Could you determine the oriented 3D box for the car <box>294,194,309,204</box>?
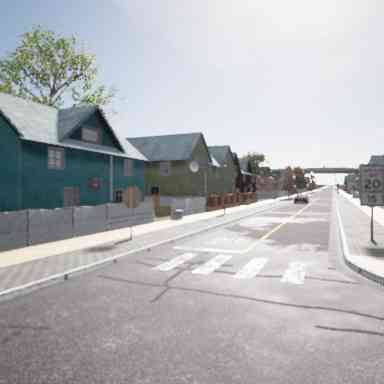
[{"bbox_3d":[16.235,0.987,49.180,1.895,1.301,4.718,0,1,23],"label":"car"}]
